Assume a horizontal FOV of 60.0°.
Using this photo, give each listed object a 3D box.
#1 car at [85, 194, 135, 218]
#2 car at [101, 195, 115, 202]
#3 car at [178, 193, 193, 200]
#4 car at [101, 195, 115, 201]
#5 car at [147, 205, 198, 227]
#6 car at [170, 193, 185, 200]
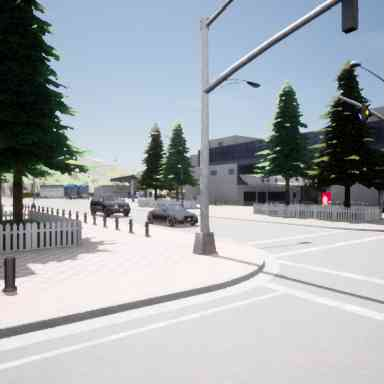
[{"bbox_3d":[-7.837,1.237,31.401,2.150,2.045,5.566,0,0,-37],"label":"car"},{"bbox_3d":[-18.884,1.389,75.056,1.845,1.501,3.633,0,0,-37],"label":"car"},{"bbox_3d":[-1.789,1.091,88.079,1.905,1.878,3.866,0,0,-37],"label":"car"},{"bbox_3d":[-20.912,1.399,82.792,1.970,1.475,3.806,0,0,-37],"label":"car"},{"bbox_3d":[-1.401,1.579,22.884,1.994,1.385,4.181,0,0,-37],"label":"car"},{"bbox_3d":[-3.877,1.112,86.017,1.932,1.855,4.605,0,0,-37],"label":"car"}]
